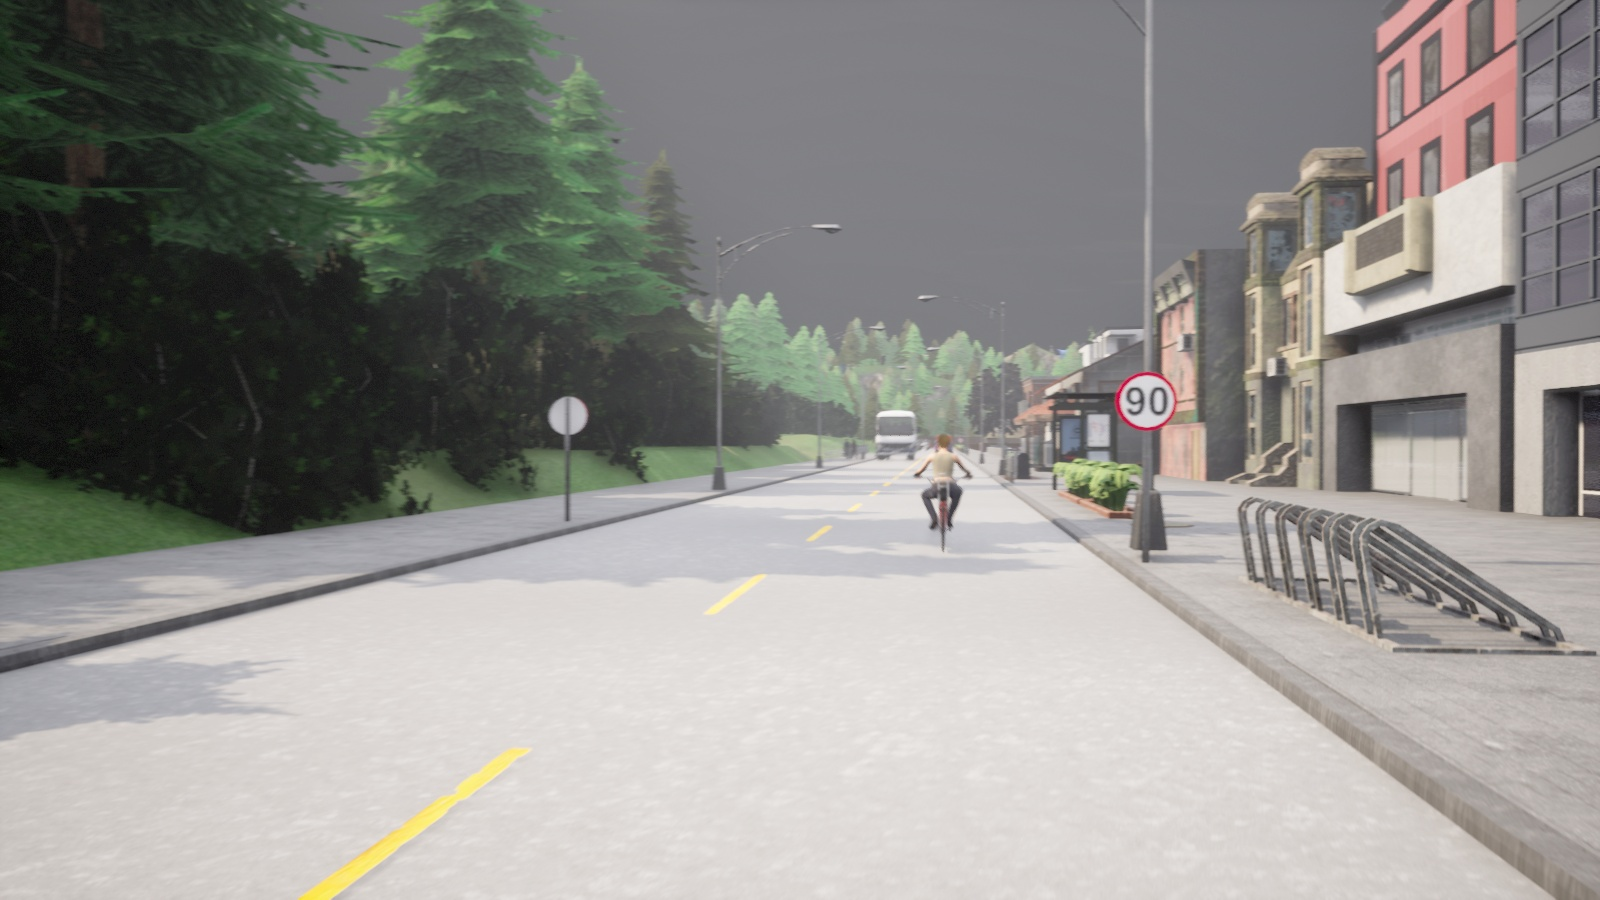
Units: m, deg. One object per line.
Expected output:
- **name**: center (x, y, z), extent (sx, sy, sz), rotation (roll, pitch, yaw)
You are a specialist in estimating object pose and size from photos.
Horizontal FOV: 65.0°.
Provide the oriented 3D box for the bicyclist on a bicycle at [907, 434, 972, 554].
- **bicyclist on a bicycle**: center (1.952, 0.586, 17.667), extent (0.866, 1.612, 1.509), rotation (0, 0, 6)
